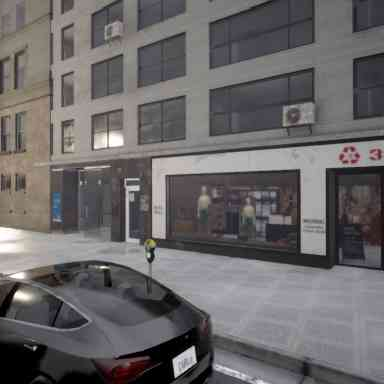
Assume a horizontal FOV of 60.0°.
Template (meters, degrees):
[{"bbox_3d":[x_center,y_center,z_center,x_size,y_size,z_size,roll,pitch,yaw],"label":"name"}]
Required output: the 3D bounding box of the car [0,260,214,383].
[{"bbox_3d":[-1.755,1.566,4.218,4.313,1.339,1.947,0,0,36],"label":"car"}]
